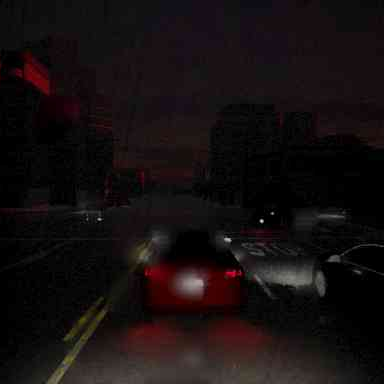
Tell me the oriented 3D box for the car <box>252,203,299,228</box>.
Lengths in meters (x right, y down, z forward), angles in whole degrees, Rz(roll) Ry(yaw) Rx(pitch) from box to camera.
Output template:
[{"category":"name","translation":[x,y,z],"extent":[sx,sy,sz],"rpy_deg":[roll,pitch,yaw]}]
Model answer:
[{"category":"car","translation":[5.634,1.520,22.406],"extent":[1.837,1.490,4.892],"rpy_deg":[-3,-2,34]}]

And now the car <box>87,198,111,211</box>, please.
[{"category":"car","translation":[-12.186,1.714,42.999],"extent":[1.895,1.301,4.718],"rpy_deg":[0,-1,-3]}]

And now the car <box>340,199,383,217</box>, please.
[{"category":"car","translation":[15.700,1.314,28.739],"extent":[5.357,1.411,2.033],"rpy_deg":[-1,0,-4]}]

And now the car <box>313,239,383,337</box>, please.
[{"category":"car","translation":[3.548,1.504,5.341],"extent":[1.837,1.490,4.892],"rpy_deg":[0,0,0]}]

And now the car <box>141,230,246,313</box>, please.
[{"category":"car","translation":[0.009,1.564,7.776],"extent":[1.994,1.385,4.181],"rpy_deg":[0,0,-1]}]

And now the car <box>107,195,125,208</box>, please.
[{"category":"car","translation":[-12.864,1.526,54.533],"extent":[2.150,2.045,5.566],"rpy_deg":[0,-1,-3]}]

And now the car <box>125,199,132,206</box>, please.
[{"category":"car","translation":[-13.573,2.180,68.150],"extent":[1.994,1.385,4.181],"rpy_deg":[0,-1,-3]}]
